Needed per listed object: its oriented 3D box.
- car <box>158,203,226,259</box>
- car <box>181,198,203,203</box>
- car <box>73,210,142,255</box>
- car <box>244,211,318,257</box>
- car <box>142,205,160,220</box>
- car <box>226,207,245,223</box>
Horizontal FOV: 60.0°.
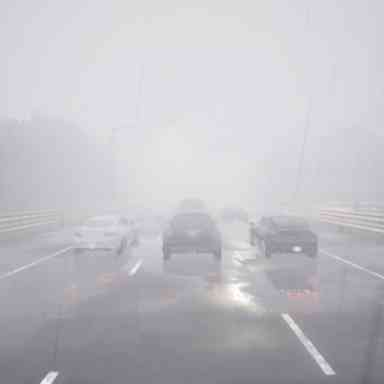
[{"bbox_3d":[0.024,1.496,13.429,2.097,1.767,4.553,0,-1,0],"label":"car"},{"bbox_3d":[0.014,1.514,27.577,2.150,2.045,5.566,0,0,0],"label":"car"},{"bbox_3d":[-3.473,1.676,13.897,1.812,1.442,4.674,0,0,1],"label":"car"},{"bbox_3d":[3.522,1.653,13.492,1.837,1.490,4.892,0,0,0],"label":"car"},{"bbox_3d":[-3.473,1.827,28.884,1.812,1.442,4.674,0,0,0],"label":"car"},{"bbox_3d":[3.522,1.897,28.241,1.895,1.301,4.718,0,-1,0],"label":"car"}]
